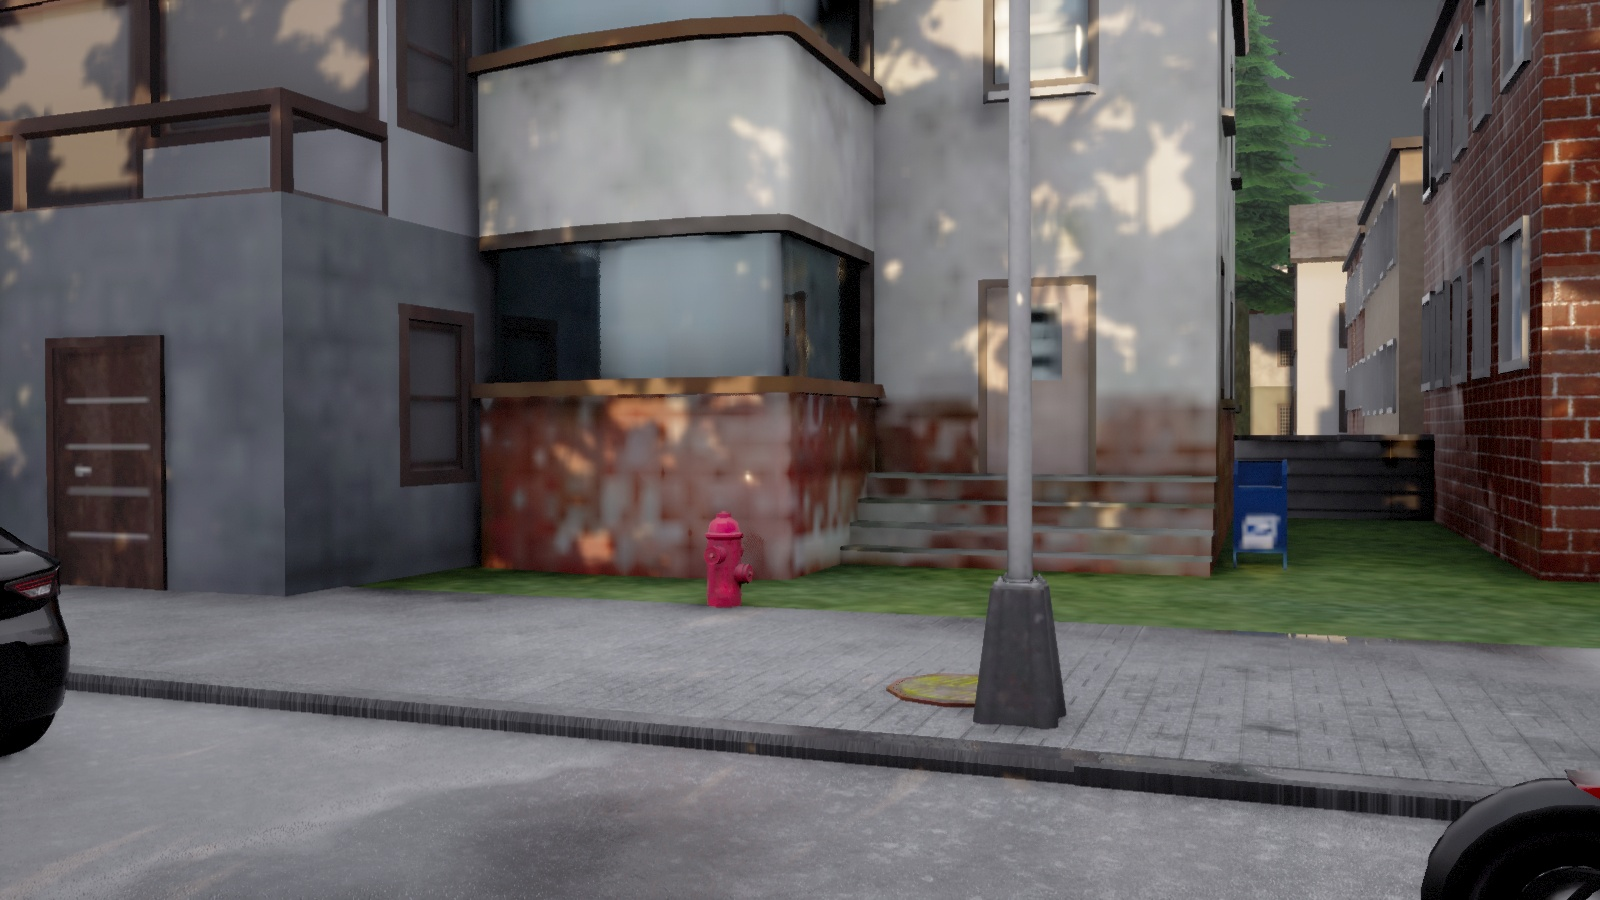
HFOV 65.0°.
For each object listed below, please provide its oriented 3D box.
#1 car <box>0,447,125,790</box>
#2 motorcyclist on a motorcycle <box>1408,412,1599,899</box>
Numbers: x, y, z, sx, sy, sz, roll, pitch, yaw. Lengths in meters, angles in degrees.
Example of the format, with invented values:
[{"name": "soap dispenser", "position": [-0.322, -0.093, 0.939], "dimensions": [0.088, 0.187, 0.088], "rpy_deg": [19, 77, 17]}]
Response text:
[{"name": "car", "position": [-5.531, 0.725, 5.904], "dimensions": [4.193, 1.474, 1.816], "rpy_deg": [1, 1, 20]}, {"name": "motorcyclist on a motorcycle", "position": [2.651, 0.743, 2.739], "dimensions": [2.350, 1.649, 0.766], "rpy_deg": [0, 1, 24]}]
